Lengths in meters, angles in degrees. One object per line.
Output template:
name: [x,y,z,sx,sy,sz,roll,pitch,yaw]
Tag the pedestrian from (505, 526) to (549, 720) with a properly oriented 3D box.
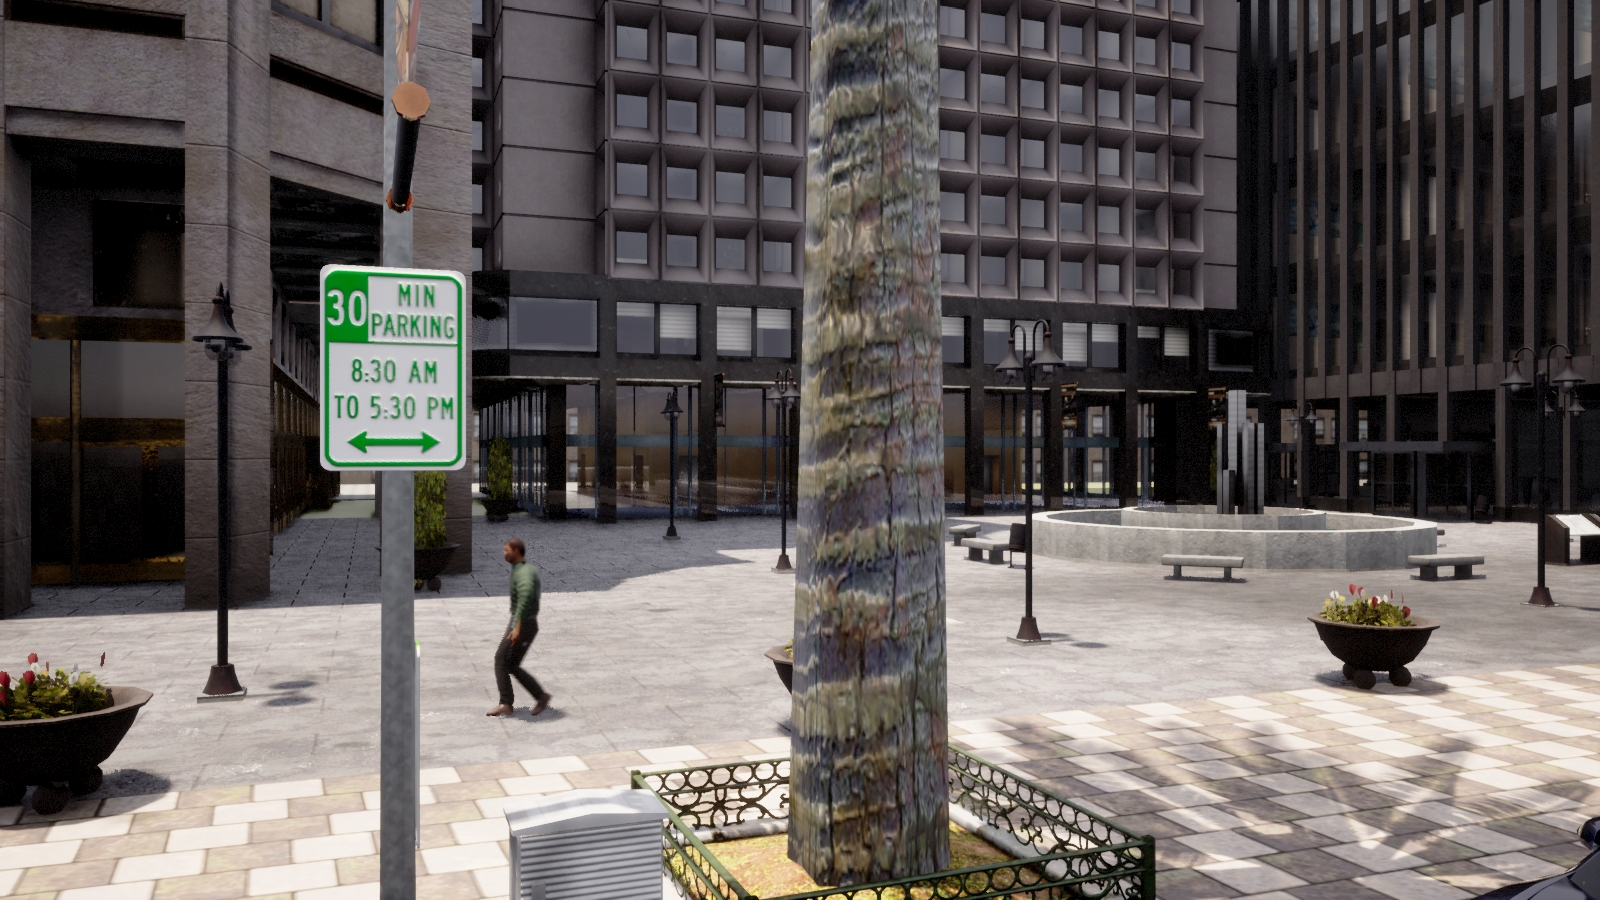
pedestrian: [-2.724,1.705,11.393,0.375,1.860,0.375,0,0,-22]
